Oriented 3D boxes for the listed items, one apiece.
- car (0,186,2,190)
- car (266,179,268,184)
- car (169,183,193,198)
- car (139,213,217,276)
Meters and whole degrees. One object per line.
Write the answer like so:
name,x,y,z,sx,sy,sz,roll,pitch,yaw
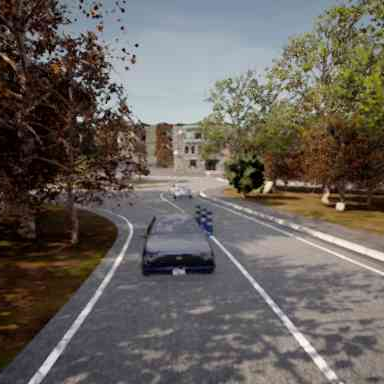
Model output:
car,-23.079,-0.757,40.272,4.892,1.490,1.837,2,7,20
car,10.523,-2.087,55.489,4.892,1.490,1.837,0,4,-17
car,-1.194,-0.206,34.685,1.812,1.442,4.674,-1,5,-10
car,-0.539,1.375,10.264,2.033,1.411,5.357,0,2,-5
